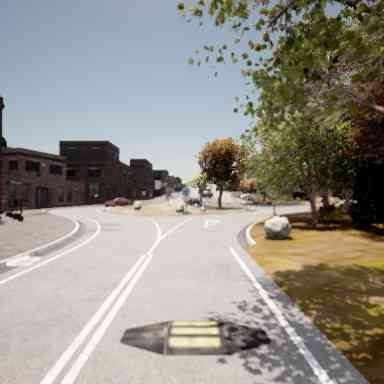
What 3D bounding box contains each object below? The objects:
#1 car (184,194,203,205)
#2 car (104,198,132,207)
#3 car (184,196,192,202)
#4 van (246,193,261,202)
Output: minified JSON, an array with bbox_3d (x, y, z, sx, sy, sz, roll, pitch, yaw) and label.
[{"bbox_3d":[0.035,1.729,62.499,1.837,1.490,4.892,0,0,-16],"label":"car"},{"bbox_3d":[-11.345,1.623,51.402,1.812,1.442,4.674,-2,-2,40],"label":"car"},{"bbox_3d":[-0.913,1.662,79.455,1.837,1.490,4.892,0,0,1],"label":"car"},{"bbox_3d":[18.112,1.755,91.882,4.442,1.987,1.878,0,1,1],"label":"van"}]
